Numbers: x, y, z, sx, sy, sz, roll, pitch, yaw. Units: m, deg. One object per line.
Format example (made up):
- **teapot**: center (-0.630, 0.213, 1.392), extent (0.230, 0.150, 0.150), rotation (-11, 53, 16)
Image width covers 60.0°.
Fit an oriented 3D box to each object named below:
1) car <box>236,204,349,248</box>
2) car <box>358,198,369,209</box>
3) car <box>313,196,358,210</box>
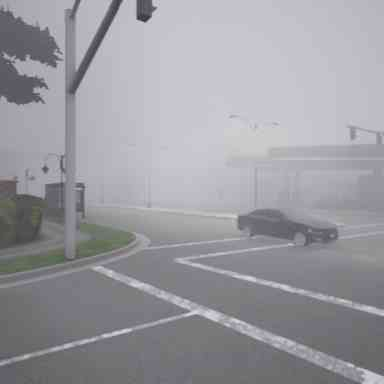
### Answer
- **car**: center (4.206, 1.449, 15.365), extent (1.882, 1.535, 5.008), rotation (0, 1, -35)
- **car**: center (21.188, 1.485, 44.193), extent (1.970, 1.475, 3.806), rotation (0, 0, -35)
- **car**: center (16.922, 1.320, 40.270), extent (2.242, 1.667, 4.611), rotation (0, 0, -35)
